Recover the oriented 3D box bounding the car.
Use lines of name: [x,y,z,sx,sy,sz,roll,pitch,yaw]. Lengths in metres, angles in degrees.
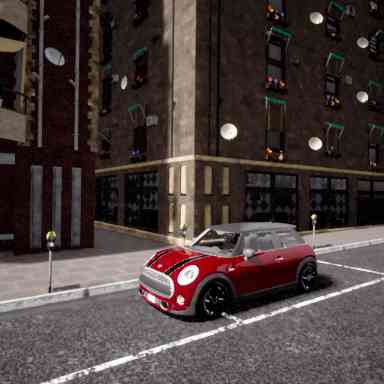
car: [0.875,1.442,7.314,4.097,1.590,1.967,0,1,-35]
